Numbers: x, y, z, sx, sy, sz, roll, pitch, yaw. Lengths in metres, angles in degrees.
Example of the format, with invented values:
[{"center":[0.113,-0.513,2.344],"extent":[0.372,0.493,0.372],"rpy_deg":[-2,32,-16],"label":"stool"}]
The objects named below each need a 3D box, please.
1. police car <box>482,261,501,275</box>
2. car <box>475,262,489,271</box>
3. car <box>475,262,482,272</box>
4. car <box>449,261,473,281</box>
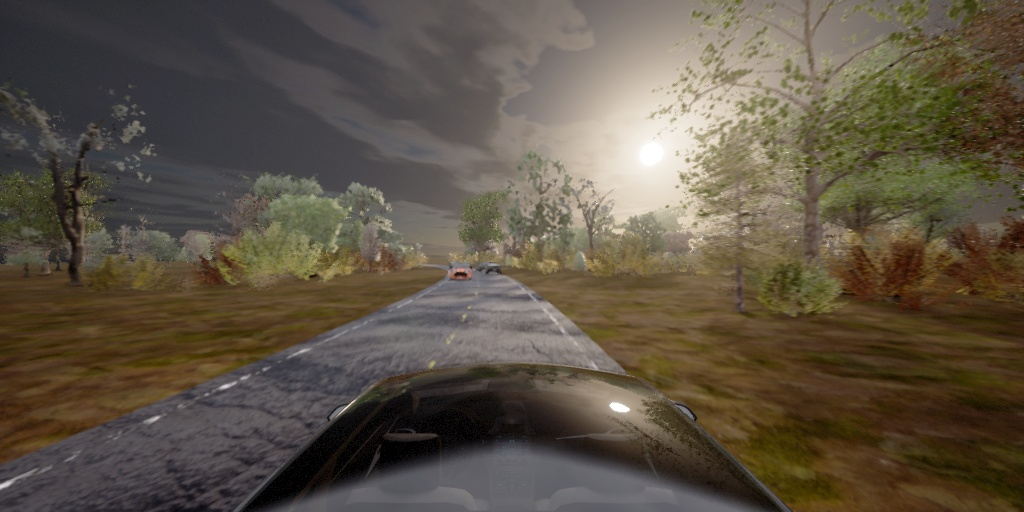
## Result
[{"center":[-2.610,1.605,48.362],"extent":[1.930,1.638,5.238],"rpy_deg":[0,-1,-9],"label":"police car"},{"center":[-5.455,1.840,64.121],"extent":[1.837,1.490,4.892],"rpy_deg":[0,-1,-12],"label":"car"},{"center":[-4.280,1.627,58.160],"extent":[2.097,1.767,4.553],"rpy_deg":[0,-1,-11],"label":"car"},{"center":[-4.946,1.426,35.162],"extent":[2.097,1.767,4.553],"rpy_deg":[0,0,-6],"label":"car"}]
